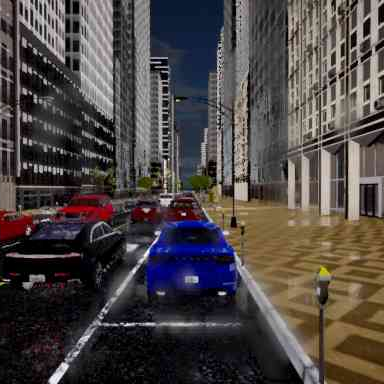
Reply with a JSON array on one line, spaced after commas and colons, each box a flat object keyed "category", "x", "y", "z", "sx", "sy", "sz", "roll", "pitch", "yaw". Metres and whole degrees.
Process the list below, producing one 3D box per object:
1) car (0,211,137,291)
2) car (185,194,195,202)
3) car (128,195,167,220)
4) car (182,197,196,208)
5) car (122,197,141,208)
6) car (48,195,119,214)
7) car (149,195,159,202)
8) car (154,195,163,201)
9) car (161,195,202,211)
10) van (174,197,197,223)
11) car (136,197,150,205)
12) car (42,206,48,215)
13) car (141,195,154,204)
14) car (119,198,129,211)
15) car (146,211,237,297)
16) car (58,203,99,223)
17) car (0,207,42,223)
[{"category": "car", "x": -3.046, "y": 1.489, "z": 8.971, "sx": 2.128, "sy": 1.511, "sz": 4.902, "roll": 0, "pitch": 0, "yaw": 0}, {"category": "car", "x": -0.465, "y": 1.298, "z": 77.509, "sx": 2.192, "sy": 1.841, "sz": 5.009, "roll": -1, "pitch": 0, "yaw": 0}, {"category": "car", "x": -3.147, "y": 1.347, "z": 25.031, "sx": 2.097, "sy": 1.767, "sz": 4.553, "roll": 0, "pitch": 0, "yaw": 0}, {"category": "car", "x": -0.463, "y": 1.541, "z": 49.090, "sx": 2.008, "sy": 1.369, "sz": 4.403, "roll": -1, "pitch": 0, "yaw": 0}, {"category": "car", "x": -8.843, "y": 1.541, "z": 49.090, "sx": 2.008, "sy": 1.369, "sz": 4.403, "roll": -1, "pitch": 0, "yaw": 0}, {"category": "car", "x": -6.245, "y": 1.218, "z": 19.986, "sx": 2.150, "sy": 2.045, "sz": 5.566, "roll": 0, "pitch": 0, "yaw": 0}, {"category": "car", "x": -8.844, "y": 1.509, "z": 77.339, "sx": 1.752, "sy": 1.417, "sz": 4.829, "roll": -1, "pitch": 0, "yaw": 0}, {"category": "car", "x": -8.844, "y": 1.545, "z": 88.876, "sx": 1.947, "sy": 1.339, "sz": 4.313, "roll": -1, "pitch": 0, "yaw": 0}, {"category": "car", "x": -0.465, "y": 1.311, "z": 20.672, "sx": 2.192, "sy": 1.841, "sz": 5.009, "roll": -1, "pitch": 0, "yaw": 0}, {"category": "van", "x": -0.465, "y": 1.336, "z": 26.356, "sx": 1.690, "sy": 1.788, "sz": 3.998, "roll": -1, "pitch": 0, "yaw": 0}, {"category": "car", "x": -8.843, "y": 1.570, "z": 60.458, "sx": 1.802, "sy": 1.307, "sz": 4.206, "roll": -1, "pitch": 0, "yaw": 0}, {"category": "car", "x": -8.844, "y": 1.547, "z": 20.672, "sx": 2.008, "sy": 1.369, "sz": 4.403, "roll": -1, "pitch": 0, "yaw": 0}, {"category": "car", "x": -8.845, "y": 1.426, "z": 66.141, "sx": 1.967, "sy": 1.590, "sz": 4.097, "roll": -1, "pitch": 0, "yaw": 0}, {"category": "car", "x": -8.844, "y": 1.544, "z": 37.723, "sx": 2.008, "sy": 1.369, "sz": 4.403, "roll": -1, "pitch": 0, "yaw": 0}, {"category": "car", "x": -0.006, "y": 1.476, "z": 8.652, "sx": 1.882, "sy": 1.535, "sz": 5.008, "roll": 0, "pitch": 0, "yaw": 0}, {"category": "car", "x": -8.843, "y": 1.577, "z": 26.356, "sx": 1.802, "sy": 1.307, "sz": 4.206, "roll": -1, "pitch": 0, "yaw": 0}, {"category": "car", "x": -8.843, "y": 1.542, "z": 14.989, "sx": 1.887, "sy": 1.381, "sz": 4.507, "roll": -1, "pitch": 0, "yaw": 0}]
